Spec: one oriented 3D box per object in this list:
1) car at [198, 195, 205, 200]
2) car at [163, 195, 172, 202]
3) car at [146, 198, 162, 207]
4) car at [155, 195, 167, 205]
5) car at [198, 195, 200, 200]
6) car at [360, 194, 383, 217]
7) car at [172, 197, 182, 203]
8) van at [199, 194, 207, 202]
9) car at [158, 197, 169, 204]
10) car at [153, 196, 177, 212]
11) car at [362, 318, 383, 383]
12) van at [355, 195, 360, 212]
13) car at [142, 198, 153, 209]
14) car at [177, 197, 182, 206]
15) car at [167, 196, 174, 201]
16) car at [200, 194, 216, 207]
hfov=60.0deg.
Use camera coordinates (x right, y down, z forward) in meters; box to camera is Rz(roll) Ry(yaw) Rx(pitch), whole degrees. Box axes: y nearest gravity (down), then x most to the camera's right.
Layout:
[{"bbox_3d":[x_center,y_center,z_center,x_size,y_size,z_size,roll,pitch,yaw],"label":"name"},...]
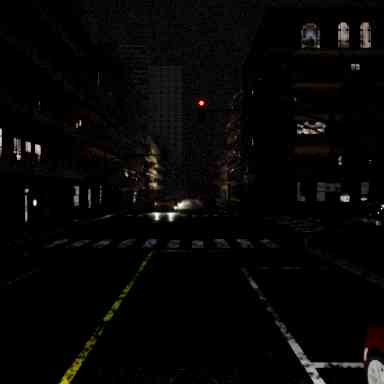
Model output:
[{"bbox_3d":[2.633,1.598,95.042,1.887,1.381,4.507,-1,0,0],"label":"car"},{"bbox_3d":[-5.738,1.559,78.289,1.752,1.417,4.829,-1,0,0],"label":"car"},{"bbox_3d":[-5.723,1.577,50.819,1.947,1.339,4.313,0,0,0],"label":"car"},{"bbox_3d":[-5.730,1.459,61.875,1.967,1.590,4.097,-1,0,0],"label":"car"},{"bbox_3d":[2.649,1.574,67.402,2.008,1.369,4.403,-1,0,0],"label":"car"},{"bbox_3d":[15.508,1.068,24.820,4.553,1.767,2.097,-1,0,-1],"label":"car"},{"bbox_3d":[-3.038,1.625,68.260,1.895,1.301,4.718,0,0,0],"label":"car"},{"bbox_3d":[2.640,1.375,78.458,1.690,1.788,3.998,-1,0,0],"label":"van"},{"bbox_3d":[-5.732,1.606,67.403,1.802,1.307,4.206,-1,0,0],"label":"car"},{"bbox_3d":[-3.117,1.482,39.313,1.882,1.535,5.008,0,0,0],"label":"car"},{"bbox_3d":[2.684,1.544,1.819,1.887,1.381,4.507,0,0,0],"label":"car"},{"bbox_3d":[15.628,1.034,27.397,3.998,1.788,1.690,-1,1,-1],"label":"van"},{"bbox_3d":[-5.719,1.558,45.292,2.008,1.369,4.403,0,0,0],"label":"car"},{"bbox_3d":[-3.121,1.560,51.936,2.033,1.411,5.357,0,0,0],"label":"car"},{"bbox_3d":[-5.743,1.628,89.515,1.802,1.307,4.206,-1,0,0],"label":"car"},{"bbox_3d":[2.656,1.451,50.819,1.967,1.590,4.097,-1,0,0],"label":"car"}]
